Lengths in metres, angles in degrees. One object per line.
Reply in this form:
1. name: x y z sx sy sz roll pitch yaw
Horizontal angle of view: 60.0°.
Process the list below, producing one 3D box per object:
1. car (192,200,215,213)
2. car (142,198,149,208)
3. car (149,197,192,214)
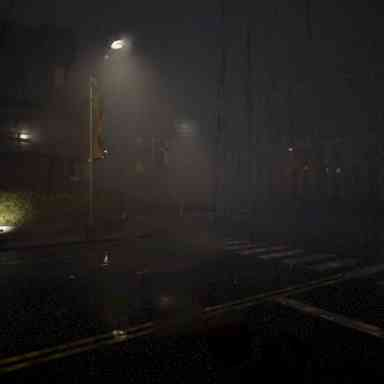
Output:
1. car: 0.711 1.562 36.697 1.994 1.385 4.181 0 0 -35
2. car: -5.089 1.489 45.125 2.128 1.511 4.902 0 0 -34
3. car: -2.373 1.524 35.002 1.812 1.442 4.674 0 0 -35
